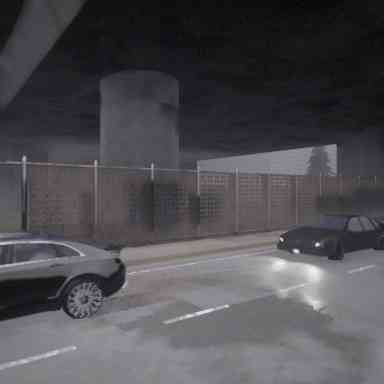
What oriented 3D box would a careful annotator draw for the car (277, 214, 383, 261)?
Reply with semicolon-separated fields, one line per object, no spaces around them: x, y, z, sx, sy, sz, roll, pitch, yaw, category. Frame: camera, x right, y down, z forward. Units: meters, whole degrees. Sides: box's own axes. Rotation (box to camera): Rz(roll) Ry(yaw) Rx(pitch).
5.545;1.546;12.426;5.357;1.411;2.033;0;0;-36;car

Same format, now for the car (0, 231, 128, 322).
-3.541;1.492;5.746;4.902;1.511;2.128;0;0;-36;car
